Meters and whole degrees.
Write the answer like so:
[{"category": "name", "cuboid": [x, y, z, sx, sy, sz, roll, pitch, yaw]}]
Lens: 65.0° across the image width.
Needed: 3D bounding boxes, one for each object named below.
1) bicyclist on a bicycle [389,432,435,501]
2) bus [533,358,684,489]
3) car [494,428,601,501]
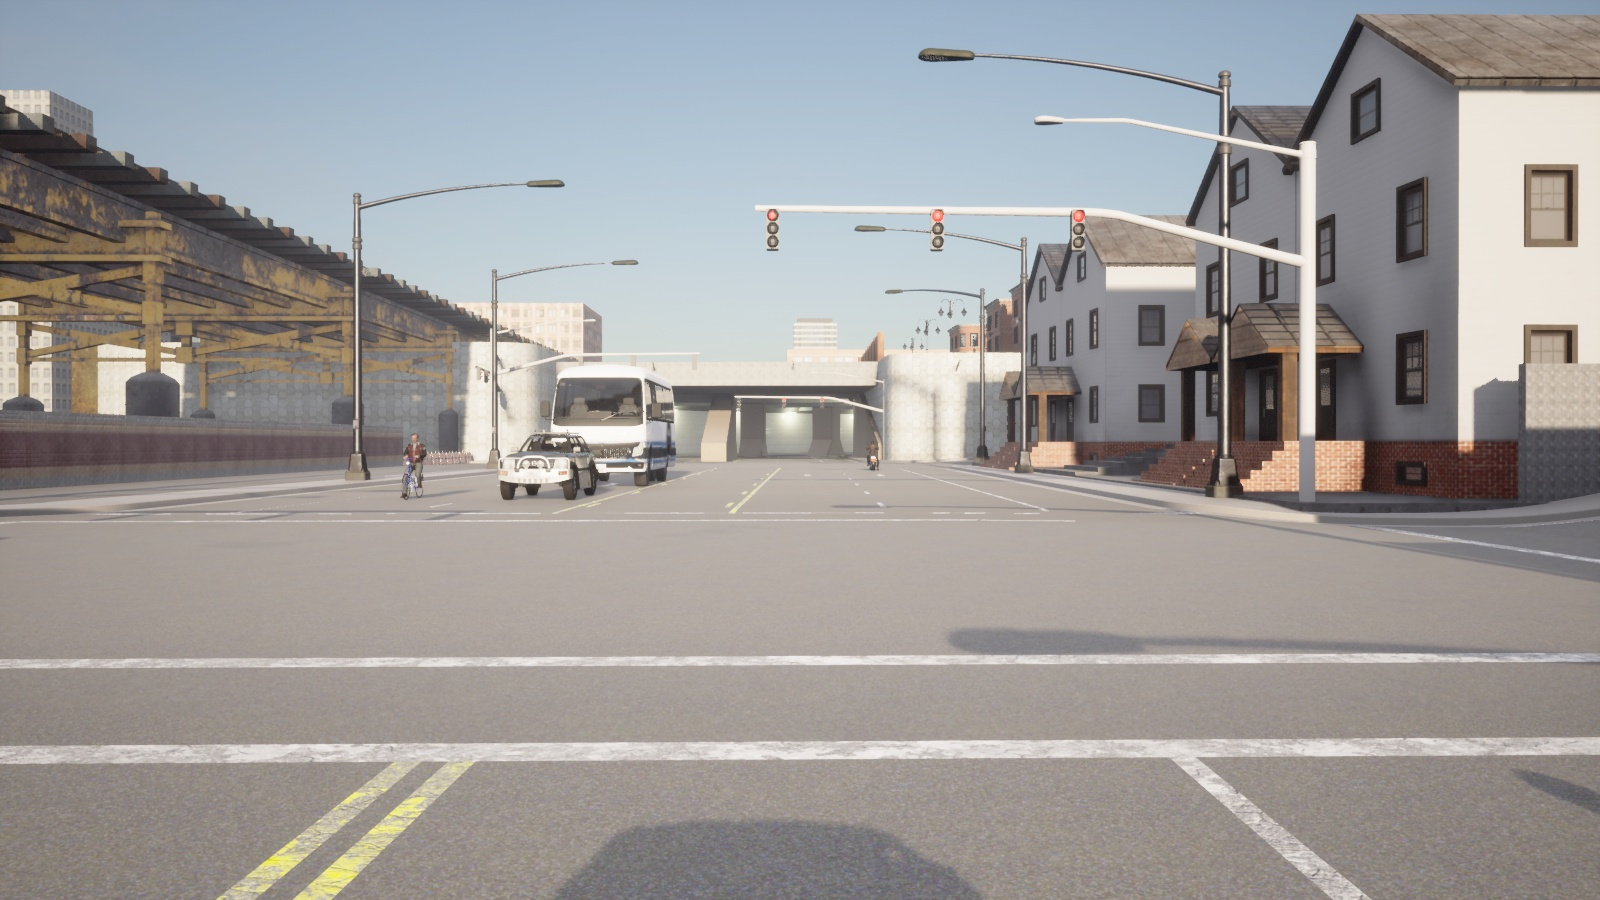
[{"category": "bicyclist on a bicycle", "cuboid": [-10.293, 0.420, 33.368, 0.659, 1.776, 1.843, 0, 0, 0]}, {"category": "bus", "cuboid": [-6.718, -0.896, 46.125, 3.944, 4.253, 10.273, 0, 0, 0]}, {"category": "car", "cuboid": [-6.784, 0.365, 34.192, 1.932, 1.855, 4.605, 0, 0, 1]}]
